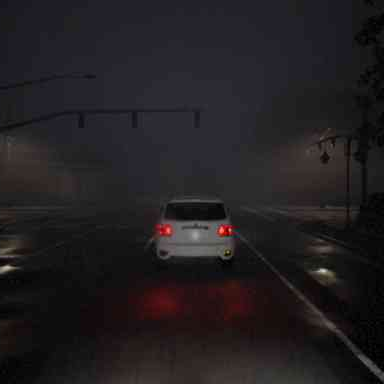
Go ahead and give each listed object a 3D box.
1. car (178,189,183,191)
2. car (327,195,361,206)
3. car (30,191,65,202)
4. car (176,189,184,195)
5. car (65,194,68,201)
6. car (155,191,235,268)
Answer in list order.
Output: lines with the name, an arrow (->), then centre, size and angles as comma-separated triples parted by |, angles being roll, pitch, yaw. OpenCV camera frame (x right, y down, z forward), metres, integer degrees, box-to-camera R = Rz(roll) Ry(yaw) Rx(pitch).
car -> -3.240, 0.650, 77.196 | 1.882, 1.535, 5.008 | 0, 1, 0
car -> 19.671, 1.102, 42.909 | 4.181, 1.385, 1.994 | 0, 1, 0
car -> -23.310, 0.727, 52.862 | 4.611, 1.667, 2.242 | 0, 1, 1
car -> -3.368, -0.024, 92.635 | 2.097, 1.767, 4.553 | 0, 1, 0
car -> -24.026, 0.827, 58.614 | 3.806, 1.475, 1.970 | 0, 1, 1
car -> 0.088, 1.103, 10.934 | 2.150, 2.045, 5.566 | 0, 1, 0
